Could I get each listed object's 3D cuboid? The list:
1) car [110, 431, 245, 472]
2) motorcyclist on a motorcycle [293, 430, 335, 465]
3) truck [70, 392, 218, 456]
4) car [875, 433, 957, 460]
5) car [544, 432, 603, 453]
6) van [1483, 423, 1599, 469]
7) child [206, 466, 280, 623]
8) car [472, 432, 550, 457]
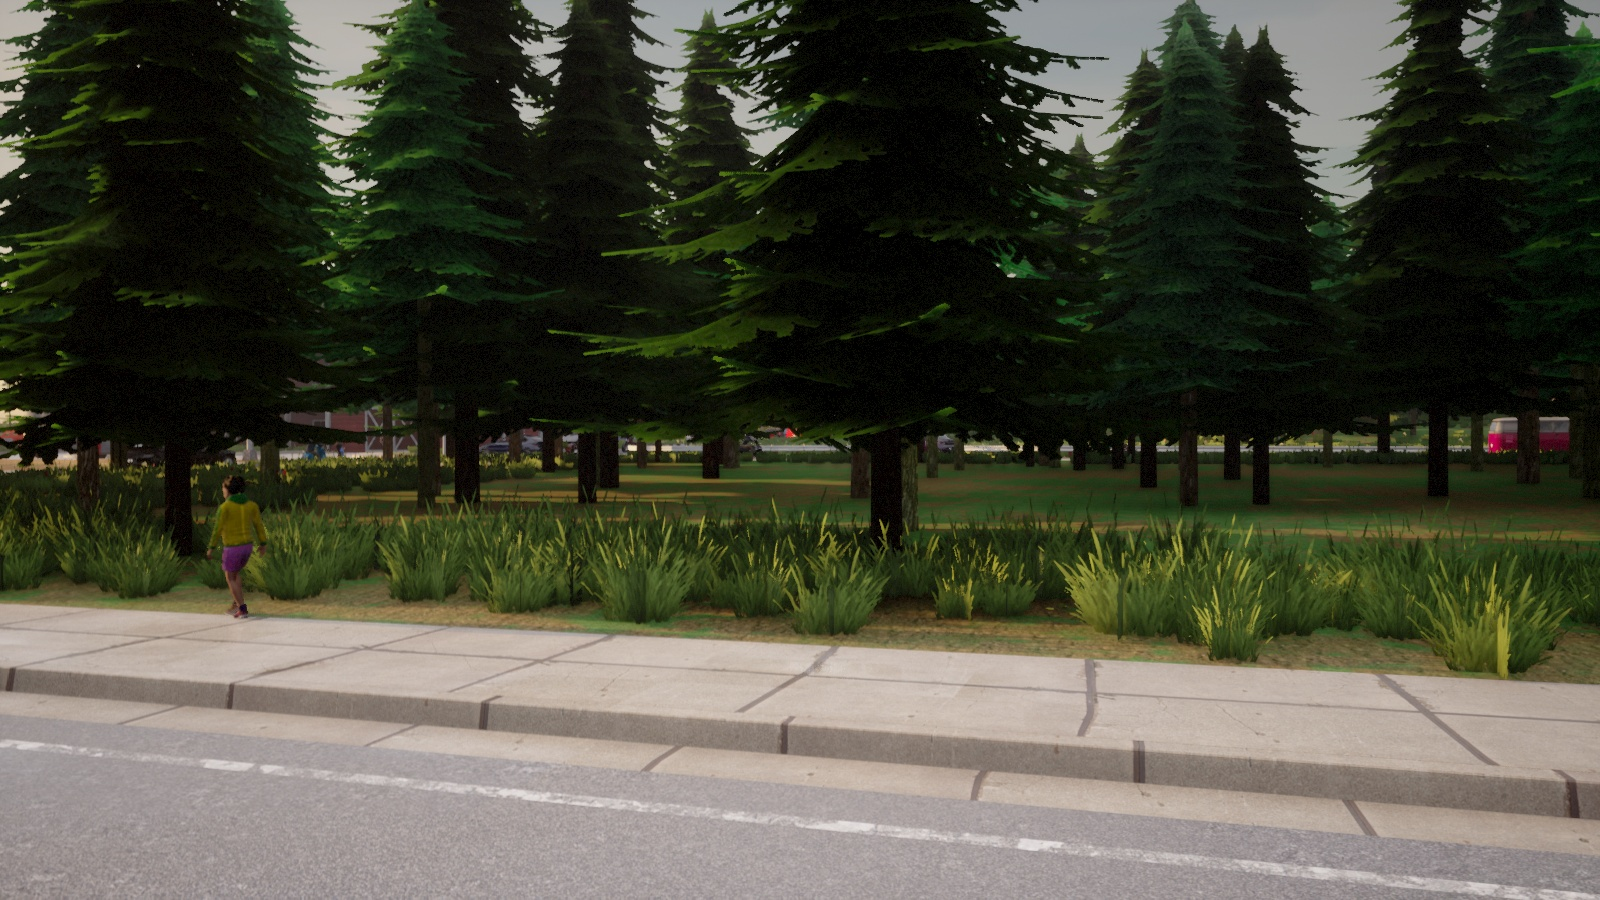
[{"bbox_3d":[-24.791,0.015,50.214,1.882,1.535,5.008,0,1,17],"label":"car"},{"bbox_3d":[-22.387,-0.123,57.884,0.866,1.590,1.817,0,1,17],"label":"motorcyclist on a motorcycle"},{"bbox_3d":[-40.803,-1.617,78.094,8.468,3.827,2.891,0,1,16],"label":"truck"},{"bbox_3d":[6.484,-0.229,70.445,4.193,1.474,1.816,1,1,33],"label":"car"},{"bbox_3d":[-16.114,-0.553,89.605,2.163,1.488,4.792,0,1,17],"label":"car"},{"bbox_3d":[33.018,-0.215,55.749,4.442,1.987,1.775,0,1,19],"label":"van"},{"bbox_3d":[-4.291,0.713,9.676,0.473,1.160,0.299,1,1,30],"label":"child"},{"bbox_3d":[-17.207,-0.324,74.834,4.193,1.474,1.816,0,1,16],"label":"car"}]
